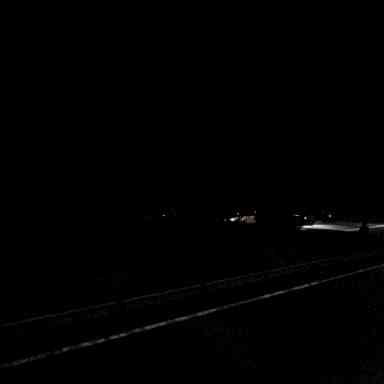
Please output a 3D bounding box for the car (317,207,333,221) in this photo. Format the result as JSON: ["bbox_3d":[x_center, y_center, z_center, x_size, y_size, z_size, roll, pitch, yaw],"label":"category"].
[{"bbox_3d":[8.981,1.586,27.250,2.128,1.511,4.902,0,-1,-39],"label":"car"}]

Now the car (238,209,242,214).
[{"bbox_3d":[2.734,1.787,34.667,2.033,1.411,5.357,0,-1,-42],"label":"car"}]

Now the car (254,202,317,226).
[{"bbox_3d":[6.622,1.651,24.601,1.994,1.385,4.181,0,-1,-39],"label":"car"}]
